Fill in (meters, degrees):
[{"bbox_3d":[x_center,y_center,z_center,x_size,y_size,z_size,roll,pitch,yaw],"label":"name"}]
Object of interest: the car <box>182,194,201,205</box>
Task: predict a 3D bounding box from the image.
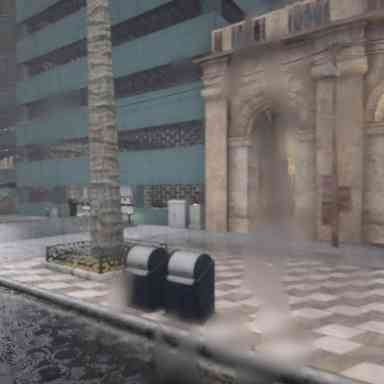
[{"bbox_3d":[1.410,0.908,24.560,5.566,2.045,2.435,0,0,35],"label":"car"}]
